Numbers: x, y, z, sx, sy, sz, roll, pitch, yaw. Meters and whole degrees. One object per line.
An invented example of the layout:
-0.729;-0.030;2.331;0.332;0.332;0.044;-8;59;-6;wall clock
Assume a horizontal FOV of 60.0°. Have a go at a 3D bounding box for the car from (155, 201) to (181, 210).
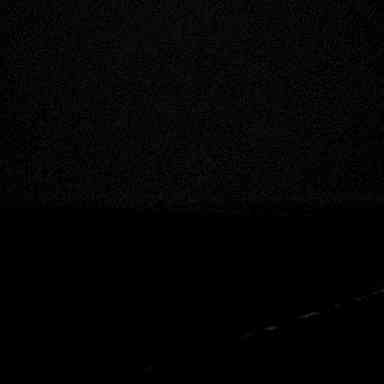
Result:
-4.346;2.352;59.010;2.033;1.411;5.357;2;-2;-43;car
